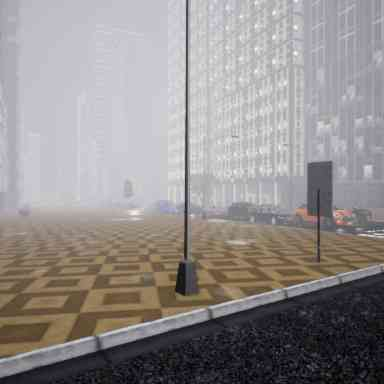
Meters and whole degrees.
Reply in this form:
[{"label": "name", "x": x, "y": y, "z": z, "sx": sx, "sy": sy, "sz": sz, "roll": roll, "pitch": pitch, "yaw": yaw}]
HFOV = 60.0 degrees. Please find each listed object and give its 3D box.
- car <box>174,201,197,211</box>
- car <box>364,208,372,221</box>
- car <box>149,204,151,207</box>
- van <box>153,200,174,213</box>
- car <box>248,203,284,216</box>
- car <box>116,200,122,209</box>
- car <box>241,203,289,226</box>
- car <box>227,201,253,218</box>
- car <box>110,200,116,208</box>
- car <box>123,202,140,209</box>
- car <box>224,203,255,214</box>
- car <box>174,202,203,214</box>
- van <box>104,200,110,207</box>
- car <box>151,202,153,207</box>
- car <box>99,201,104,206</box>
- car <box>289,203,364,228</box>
[{"label": "car", "x": -1.140, "y": 2.314, "z": 54.191, "sx": 1.837, "sy": 1.490, "sz": 4.892, "roll": 0, "pitch": -1, "yaw": -24}, {"label": "car", "x": 13.668, "y": 1.859, "z": 29.562, "sx": 2.008, "sy": 1.369, "sz": 4.403, "roll": -1, "pitch": -1, "yaw": -26}, {"label": "car", "x": -8.310, "y": 2.816, "z": 75.160, "sx": 1.802, "sy": 1.307, "sz": 4.206, "roll": -1, "pitch": -1, "yaw": -26}, {"label": "van", "x": -3.653, "y": 2.010, "z": 46.193, "sx": 1.690, "sy": 1.788, "sz": 3.998, "roll": -1, "pitch": -1, "yaw": -26}, {"label": "car", "x": 8.784, "y": 2.074, "z": 39.695, "sx": 1.947, "sy": 1.339, "sz": 4.313, "roll": -1, "pitch": -1, "yaw": -26}, {"label": "car", "x": -13.345, "y": 2.608, "z": 66.303, "sx": 1.752, "sy": 1.417, "sz": 4.829, "roll": -1, "pitch": -1, "yaw": -26}, {"label": "car", "x": 6.120, "y": 1.817, "z": 25.924, "sx": 2.008, "sy": 1.369, "sz": 4.403, "roll": -1, "pitch": -1, "yaw": -26}, {"label": "car", "x": 5.441, "y": 1.755, "z": 33.326, "sx": 2.097, "sy": 1.767, "sz": 4.553, "roll": 0, "pitch": -1, "yaw": -26}, {"label": "car", "x": -15.860, "y": 2.737, "z": 71.522, "sx": 1.887, "sy": 1.381, "sz": 4.507, "roll": -1, "pitch": -1, "yaw": -26}, {"label": "car", "x": -10.976, "y": 2.531, "z": 61.389, "sx": 2.008, "sy": 1.369, "sz": 4.403, "roll": -1, "pitch": -1, "yaw": -26}, {"label": "car", "x": 6.342, "y": 2.174, "z": 44.762, "sx": 1.947, "sy": 1.339, "sz": 4.313, "roll": -1, "pitch": -1, "yaw": -26}, {"label": "car", "x": -0.264, "y": 2.116, "z": 45.187, "sx": 1.882, "sy": 1.535, "sz": 5.008, "roll": 0, "pitch": -1, "yaw": -26}, {"label": "van", "x": -18.305, "y": 2.640, "z": 76.590, "sx": 1.690, "sy": 1.788, "sz": 3.998, "roll": -1, "pitch": -1, "yaw": -26}, {"label": "car", "x": -5.622, "y": 2.600, "z": 63.412, "sx": 1.895, "sy": 1.301, "sz": 4.718, "roll": 0, "pitch": -1, "yaw": -26}, {"label": "car", "x": -23.186, "y": 3.059, "z": 86.720, "sx": 1.887, "sy": 1.381, "sz": 4.507, "roll": -1, "pitch": -1, "yaw": -26}, {"label": "car", "x": 9.688, "y": 1.581, "z": 24.458, "sx": 2.097, "sy": 1.767, "sz": 4.553, "roll": 0, "pitch": -1, "yaw": -25}]
